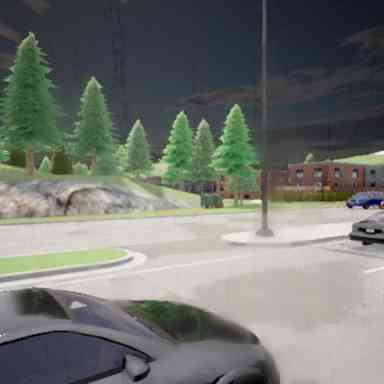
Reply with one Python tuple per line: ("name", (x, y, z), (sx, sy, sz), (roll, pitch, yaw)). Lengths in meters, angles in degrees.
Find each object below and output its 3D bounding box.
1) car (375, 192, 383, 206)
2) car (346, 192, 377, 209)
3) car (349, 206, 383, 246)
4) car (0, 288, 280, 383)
("car", (22.605, 1.151, 36.474), (4.553, 1.767, 2.097), (0, 0, -33))
("car", (20.641, 0.982, 39.371), (5.566, 2.045, 2.150), (0, 0, -33))
("car", (8.626, 1.452, 13.554), (5.357, 1.411, 2.033), (0, 0, -33))
("car", (-1.206, 1.555, 2.692), (4.181, 1.385, 1.994), (0, 0, -36))
